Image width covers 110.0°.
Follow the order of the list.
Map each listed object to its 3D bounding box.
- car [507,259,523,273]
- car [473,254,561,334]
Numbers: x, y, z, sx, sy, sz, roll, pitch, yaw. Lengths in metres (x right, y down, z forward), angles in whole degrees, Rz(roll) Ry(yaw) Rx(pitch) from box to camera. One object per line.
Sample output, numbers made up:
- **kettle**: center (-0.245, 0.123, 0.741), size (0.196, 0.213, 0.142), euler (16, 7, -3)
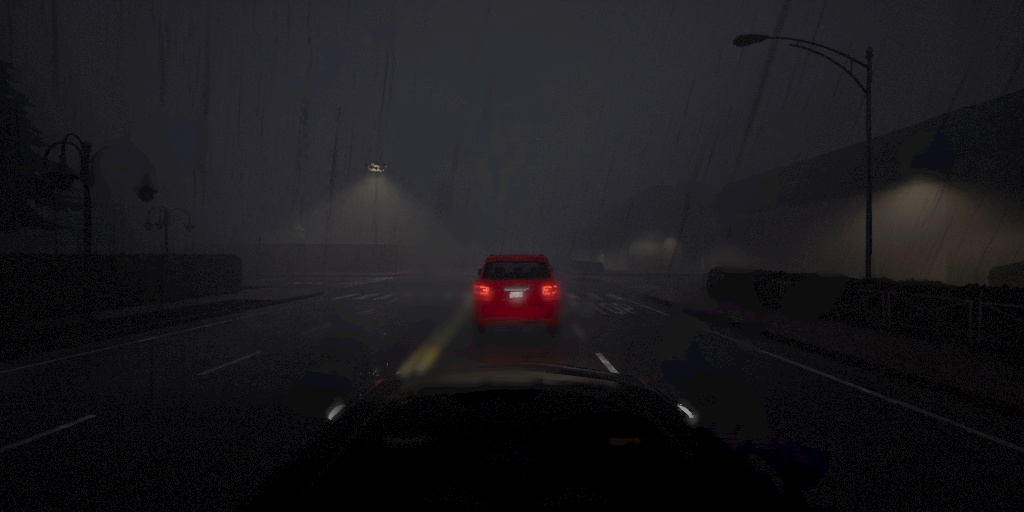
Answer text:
- **car**: center (0.360, 1.228, 45.602), size (1.882, 1.535, 5.008), euler (0, 0, 1)
- **car**: center (0.122, 0.971, 10.749), size (2.150, 2.045, 5.566), euler (0, 0, 0)
